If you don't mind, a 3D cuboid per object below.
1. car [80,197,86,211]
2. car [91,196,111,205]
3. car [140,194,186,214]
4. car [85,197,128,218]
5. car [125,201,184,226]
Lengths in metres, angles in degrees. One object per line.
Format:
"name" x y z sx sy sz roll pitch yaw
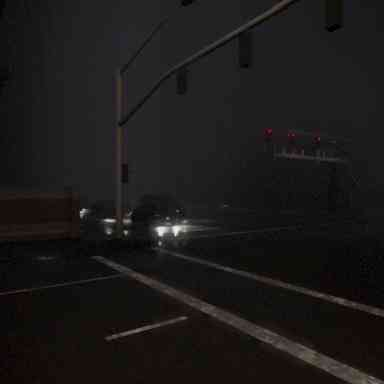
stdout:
"car" -14.760 1.526 40.344 1.812 1.442 4.674 0 0 -36
"car" -16.864 1.478 61.586 1.882 1.535 5.008 0 0 -36
"car" -2.782 1.222 29.659 2.150 2.045 5.566 0 0 -36
"car" -7.853 1.478 30.717 1.882 1.535 5.008 0 0 -36
"car" -2.755 1.564 23.612 1.994 1.385 4.181 0 0 -35
